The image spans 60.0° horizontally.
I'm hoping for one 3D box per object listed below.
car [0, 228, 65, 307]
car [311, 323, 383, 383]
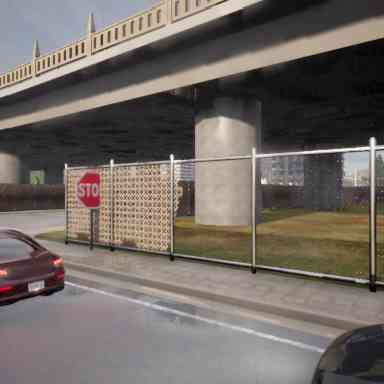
[{"bbox_3d":[-4.673,1.529,7.320,4.674,1.442,1.812,0,0,35],"label":"car"},{"bbox_3d":[3.168,1.504,1.735,4.892,1.490,1.837,0,0,35],"label":"car"}]
